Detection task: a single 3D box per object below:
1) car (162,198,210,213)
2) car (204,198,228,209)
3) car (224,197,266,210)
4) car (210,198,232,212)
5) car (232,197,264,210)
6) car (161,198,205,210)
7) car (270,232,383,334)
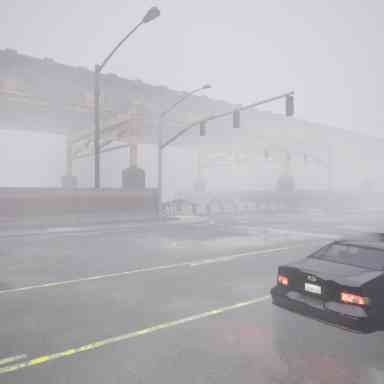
[{"bbox_3d":[-0.878,1.453,35.959,4.974,1.542,2.038,0,0,7],"label":"car"},{"bbox_3d":[2.854,1.295,38.732,1.853,1.218,4.536,0,0,17],"label":"car"},{"bbox_3d":[6.710,1.453,42.483,4.974,1.542,2.038,0,0,-8],"label":"car"},{"bbox_3d":[2.839,1.453,38.683,2.038,1.542,4.974,0,0,17],"label":"car"},{"bbox_3d":[6.659,1.295,42.476,4.536,1.218,1.853,0,0,-8],"label":"car"},{"bbox_3d":[-0.929,1.295,35.965,4.536,1.218,1.853,0,0,7],"label":"car"},{"bbox_3d":[3.916,1.547,6.647,5.357,1.411,2.033,0,0,-36],"label":"car"}]
